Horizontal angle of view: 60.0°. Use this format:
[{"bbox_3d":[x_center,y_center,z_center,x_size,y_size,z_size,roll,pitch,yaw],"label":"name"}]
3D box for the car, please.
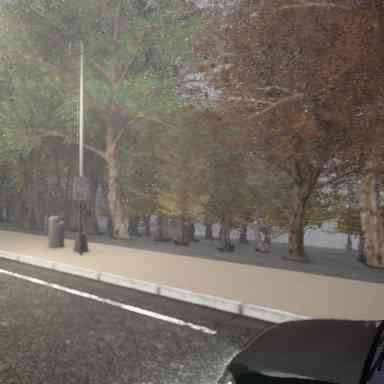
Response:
[{"bbox_3d":[2.164,1.565,2.139,4.181,1.385,1.994,0,0,36],"label":"car"}]
